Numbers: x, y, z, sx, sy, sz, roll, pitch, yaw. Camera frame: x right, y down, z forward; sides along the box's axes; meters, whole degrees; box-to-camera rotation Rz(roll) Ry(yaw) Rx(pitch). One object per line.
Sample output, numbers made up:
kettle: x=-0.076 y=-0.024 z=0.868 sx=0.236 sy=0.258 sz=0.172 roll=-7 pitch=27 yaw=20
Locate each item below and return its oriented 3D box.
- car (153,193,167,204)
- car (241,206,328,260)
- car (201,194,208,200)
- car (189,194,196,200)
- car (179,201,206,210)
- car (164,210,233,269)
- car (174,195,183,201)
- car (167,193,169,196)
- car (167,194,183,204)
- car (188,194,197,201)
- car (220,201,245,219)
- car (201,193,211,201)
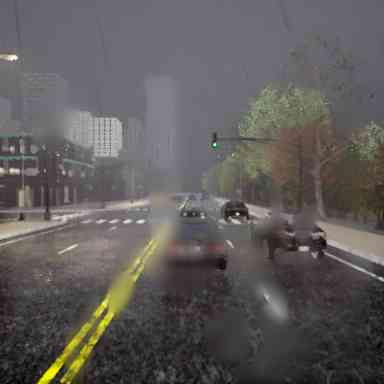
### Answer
car: x=-6.459 y=1.448 z=64.768 sx=1.882 sy=1.535 sz=5.008 roll=0 pitch=0 yaw=1
car: x=3.362 y=1.487 z=12.397 sx=2.128 sy=1.511 sz=4.902 roll=0 pitch=0 yaw=0
car: x=3.332 y=1.311 z=90.366 sx=1.812 sy=1.442 sz=4.674 roll=0 pitch=0 yaw=0
car: x=0.082 y=1.339 z=90.369 sx=1.994 sy=1.385 sz=4.181 roll=0 pitch=0 yaw=0
car: x=0.125 y=1.593 z=25.268 sx=1.895 sy=1.301 sz=4.718 roll=0 pitch=0 yaw=0
car: x=0.110 y=1.544 z=11.073 sx=2.033 sy=1.411 sz=5.357 roll=0 pitch=0 yaw=0
car: x=-3.176 y=1.512 z=80.258 sx=1.994 sy=1.385 sz=4.181 roll=0 pitch=0 yaw=0
car: x=-6.425 y=1.184 z=80.272 sx=2.150 sy=2.045 sz=5.566 roll=0 pitch=0 yaw=0
car: x=-3.209 y=1.448 z=64.765 sx=1.882 sy=1.535 sz=5.008 roll=0 pitch=0 yaw=1
car: x=0.072 y=1.431 z=79.949 sx=1.882 sy=1.535 sz=5.008 roll=0 pitch=0 yaw=0
car: x=3.376 y=1.468 z=27.031 sx=1.882 sy=1.535 sz=5.008 roll=0 pitch=0 yaw=0
car: x=3.322 y=1.179 z=79.978 sx=2.150 sy=2.045 sz=5.566 roll=0 pitch=0 yaw=0
